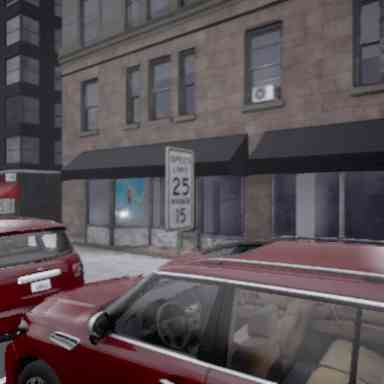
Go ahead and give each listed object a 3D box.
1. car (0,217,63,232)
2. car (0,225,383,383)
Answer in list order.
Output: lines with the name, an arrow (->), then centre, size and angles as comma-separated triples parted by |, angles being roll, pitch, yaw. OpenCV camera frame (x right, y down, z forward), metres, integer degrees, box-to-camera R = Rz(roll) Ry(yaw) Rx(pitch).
car -> -3.994, 1.380, 5.909 | 5.009, 1.841, 2.192 | -1, 0, 35
car -> 0.556, 1.325, 2.669 | 5.009, 1.841, 2.192 | -1, 0, 35
